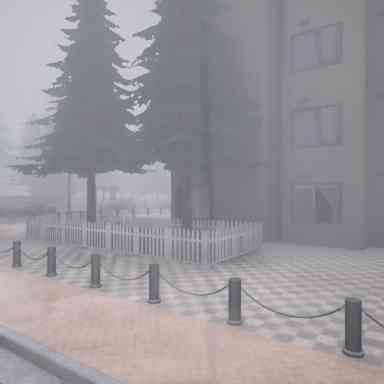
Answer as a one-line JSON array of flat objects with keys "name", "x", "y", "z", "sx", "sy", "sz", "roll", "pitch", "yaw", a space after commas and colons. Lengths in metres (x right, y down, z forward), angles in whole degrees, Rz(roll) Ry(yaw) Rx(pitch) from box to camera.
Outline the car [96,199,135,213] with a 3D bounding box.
[{"name": "car", "x": -8.444, "y": 1.477, "z": 36.636, "sx": 2.128, "sy": 1.511, "sz": 4.902, "roll": 0, "pitch": 0, "yaw": 37}]

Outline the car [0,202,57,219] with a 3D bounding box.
[{"name": "car", "x": -14.366, "y": 1.585, "z": 28.805, "sx": 1.895, "sy": 1.301, "sz": 4.718, "roll": 0, "pitch": 0, "yaw": 37}]

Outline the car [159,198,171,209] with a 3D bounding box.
[{"name": "car", "x": -2.446, "y": 1.510, "z": 44.538, "sx": 1.812, "sy": 1.442, "sz": 4.674, "roll": 0, "pitch": 0, "yaw": 37}]
